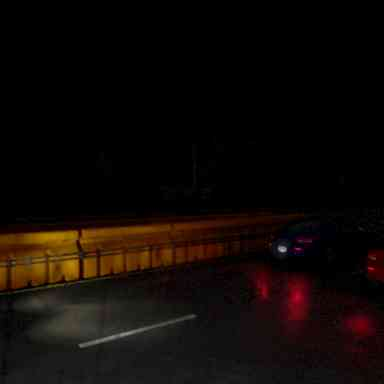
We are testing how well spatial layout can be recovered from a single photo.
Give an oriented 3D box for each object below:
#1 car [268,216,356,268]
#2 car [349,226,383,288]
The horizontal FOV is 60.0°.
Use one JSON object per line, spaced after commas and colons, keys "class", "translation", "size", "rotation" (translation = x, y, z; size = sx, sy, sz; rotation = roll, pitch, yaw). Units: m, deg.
{"class": "car", "translation": [4.587, 1.544, 11.316], "size": [4.674, 1.442, 1.812], "rotation": [0, 0, -36]}
{"class": "car", "translation": [5.964, 1.543, 8.004], "size": [4.674, 1.442, 1.812], "rotation": [0, 0, -35]}
